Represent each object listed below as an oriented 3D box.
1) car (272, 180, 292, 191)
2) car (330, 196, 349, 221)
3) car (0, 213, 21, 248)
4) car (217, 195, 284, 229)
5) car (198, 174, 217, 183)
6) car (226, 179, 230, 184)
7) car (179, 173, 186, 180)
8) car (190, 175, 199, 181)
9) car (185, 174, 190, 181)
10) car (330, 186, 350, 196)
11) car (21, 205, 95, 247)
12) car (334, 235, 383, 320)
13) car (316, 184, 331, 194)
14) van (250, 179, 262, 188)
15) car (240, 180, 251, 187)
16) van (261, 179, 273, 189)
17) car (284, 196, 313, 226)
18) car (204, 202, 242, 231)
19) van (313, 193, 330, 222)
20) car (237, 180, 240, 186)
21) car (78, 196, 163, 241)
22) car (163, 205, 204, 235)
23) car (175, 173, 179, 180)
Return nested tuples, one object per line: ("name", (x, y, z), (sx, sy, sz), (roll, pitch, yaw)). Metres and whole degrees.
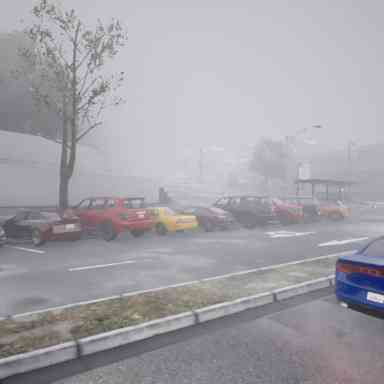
("car", (18.295, -0.998, 65.636), (2.231, 1.521, 4.892), (7, 3, 35))
("car", (10.263, 1.400, 27.294), (4.553, 1.767, 2.185), (-1, -1, 35))
("car", (-9.432, 1.493, 13.486), (4.892, 1.521, 2.231), (-1, -1, 35))
("car", (2.796, 1.260, 22.177), (5.566, 2.045, 2.435), (-1, -1, 35))
("car", (4.574, -3.182, 85.508), (1.946, 1.575, 5.366), (7, 3, 34))
("car", (9.671, -2.323, 77.993), (2.002, 1.452, 4.674), (7, 3, 35))
("car", (-0.793, -4.091, 92.710), (2.185, 1.767, 4.553), (4, 1, 34))
("car", (2.726, -3.705, 87.770), (2.435, 2.045, 5.566), (7, 3, 34))
("car", (0.934, -3.856, 90.238), (2.185, 1.767, 4.553), (6, 3, 34))
("car", (25.185, 0.130, 55.770), (2.002, 1.452, 4.674), (7, 3, 35))
("car", (-7.010, 1.523, 15.230), (4.792, 1.488, 2.163), (-1, -1, 35))
("car", (4.864, 1.486, 6.585), (5.008, 1.535, 1.882), (0, 0, -35))
("car", (23.497, -0.432, 58.244), (2.435, 2.045, 5.566), (7, 3, 35))
("van", (14.811, -1.770, 70.473), (1.878, 1.987, 4.442), (7, 4, 35))
("car", (13.240, -1.818, 73.206), (1.946, 1.575, 5.366), (7, 3, 35))
("van", (16.537, -1.497, 68.000), (1.878, 1.987, 4.442), (7, 4, 35))
("car", (5.312, 1.265, 23.879), (5.566, 2.045, 2.435), (-1, -1, 35))
("car", (0.367, 1.547, 20.422), (4.674, 1.452, 2.002), (-1, -1, 35))
("van", (7.852, 1.294, 25.546), (4.442, 1.987, 1.878), (-1, -1, 35))
("car", (11.411, -2.049, 75.529), (2.002, 1.452, 4.674), (7, 4, 35))
("car", (-4.563, 1.247, 16.973), (5.566, 2.045, 2.435), (-1, -1, 35))
("car", (-2.241, 1.501, 18.797), (5.366, 1.575, 1.946), (-1, -1, 35))
("car", (-2.562, -4.368, 95.059), (2.435, 2.045, 5.566), (1, -1, 34))
